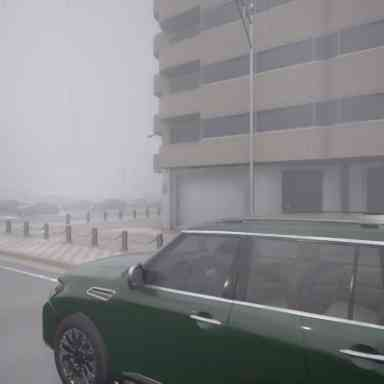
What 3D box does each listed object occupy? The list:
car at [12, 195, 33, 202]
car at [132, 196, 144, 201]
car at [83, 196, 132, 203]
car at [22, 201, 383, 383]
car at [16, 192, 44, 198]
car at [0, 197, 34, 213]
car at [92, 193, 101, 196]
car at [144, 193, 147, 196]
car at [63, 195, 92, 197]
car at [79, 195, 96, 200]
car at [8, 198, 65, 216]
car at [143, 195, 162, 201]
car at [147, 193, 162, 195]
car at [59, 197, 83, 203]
[{"bbox_3d":[-38.036,1.417,74.812,1.784,1.438,3.905,0,0,35],"label":"car"},{"bbox_3d":[-8.102,1.655,48.836,1.895,1.301,4.718,0,0,35],"label":"car"},{"bbox_3d":[-10.084,1.546,39.890,2.128,1.511,4.902,0,0,35],"label":"car"},{"bbox_3d":[0.792,1.221,3.432,5.566,2.045,2.150,0,0,35],"label":"car"},{"bbox_3d":[-35.703,1.207,73.094,1.932,1.855,4.605,0,0,35],"label":"car"},{"bbox_3d":[-18.897,1.546,33.374,2.128,1.511,4.902,0,0,35],"label":"car"},{"bbox_3d":[-25.646,1.210,87.441,1.905,1.878,3.866,0,0,35],"label":"car"},{"bbox_3d":[-9.569,1.210,76.188,1.905,1.878,3.866,0,0,35],"label":"car"},{"bbox_3d":[-21.826,1.450,63.452,1.970,1.475,3.806,0,0,35],"label":"car"},{"bbox_3d":[-28.009,1.449,89.114,1.970,1.475,3.806,0,0,35],"label":"car"},{"bbox_3d":[-15.159,1.619,32.616,1.994,1.385,4.181,0,0,35],"label":"car"},{"bbox_3d":[-4.421,1.580,47.981,1.812,1.442,4.674,0,0,35],"label":"car"},{"bbox_3d":[-7.233,1.208,74.479,1.932,1.855,4.605,0,0,35],"label":"car"},{"bbox_3d":[-13.825,1.619,40.644,1.994,1.385,4.181,0,0,35],"label":"car"}]
